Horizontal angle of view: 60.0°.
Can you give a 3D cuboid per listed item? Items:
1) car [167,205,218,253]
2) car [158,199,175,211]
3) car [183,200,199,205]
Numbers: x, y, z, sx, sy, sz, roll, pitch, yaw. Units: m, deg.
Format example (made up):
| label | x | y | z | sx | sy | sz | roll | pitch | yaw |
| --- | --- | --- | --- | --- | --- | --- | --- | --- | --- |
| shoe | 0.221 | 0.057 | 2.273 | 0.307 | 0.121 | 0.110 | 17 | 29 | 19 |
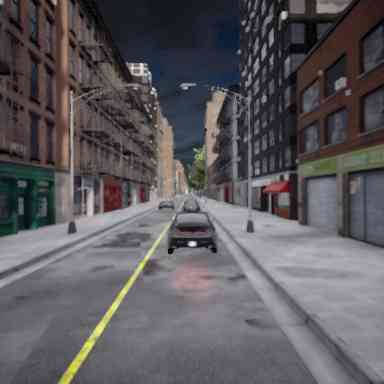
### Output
| label | x | y | z | sx | sy | sz | roll | pitch | yaw |
| --- | --- | --- | --- | --- | --- | --- | --- | --- | --- |
| car | 0.009 | 1.514 | 13.778 | 1.837 | 1.490 | 4.892 | 0 | 0 | 0 |
| car | -3.202 | 1.614 | 42.618 | 1.994 | 1.385 | 4.181 | 0 | 0 | 0 |
| car | -0.088 | 1.593 | 39.070 | 1.994 | 1.385 | 4.181 | 0 | 0 | 0 |
